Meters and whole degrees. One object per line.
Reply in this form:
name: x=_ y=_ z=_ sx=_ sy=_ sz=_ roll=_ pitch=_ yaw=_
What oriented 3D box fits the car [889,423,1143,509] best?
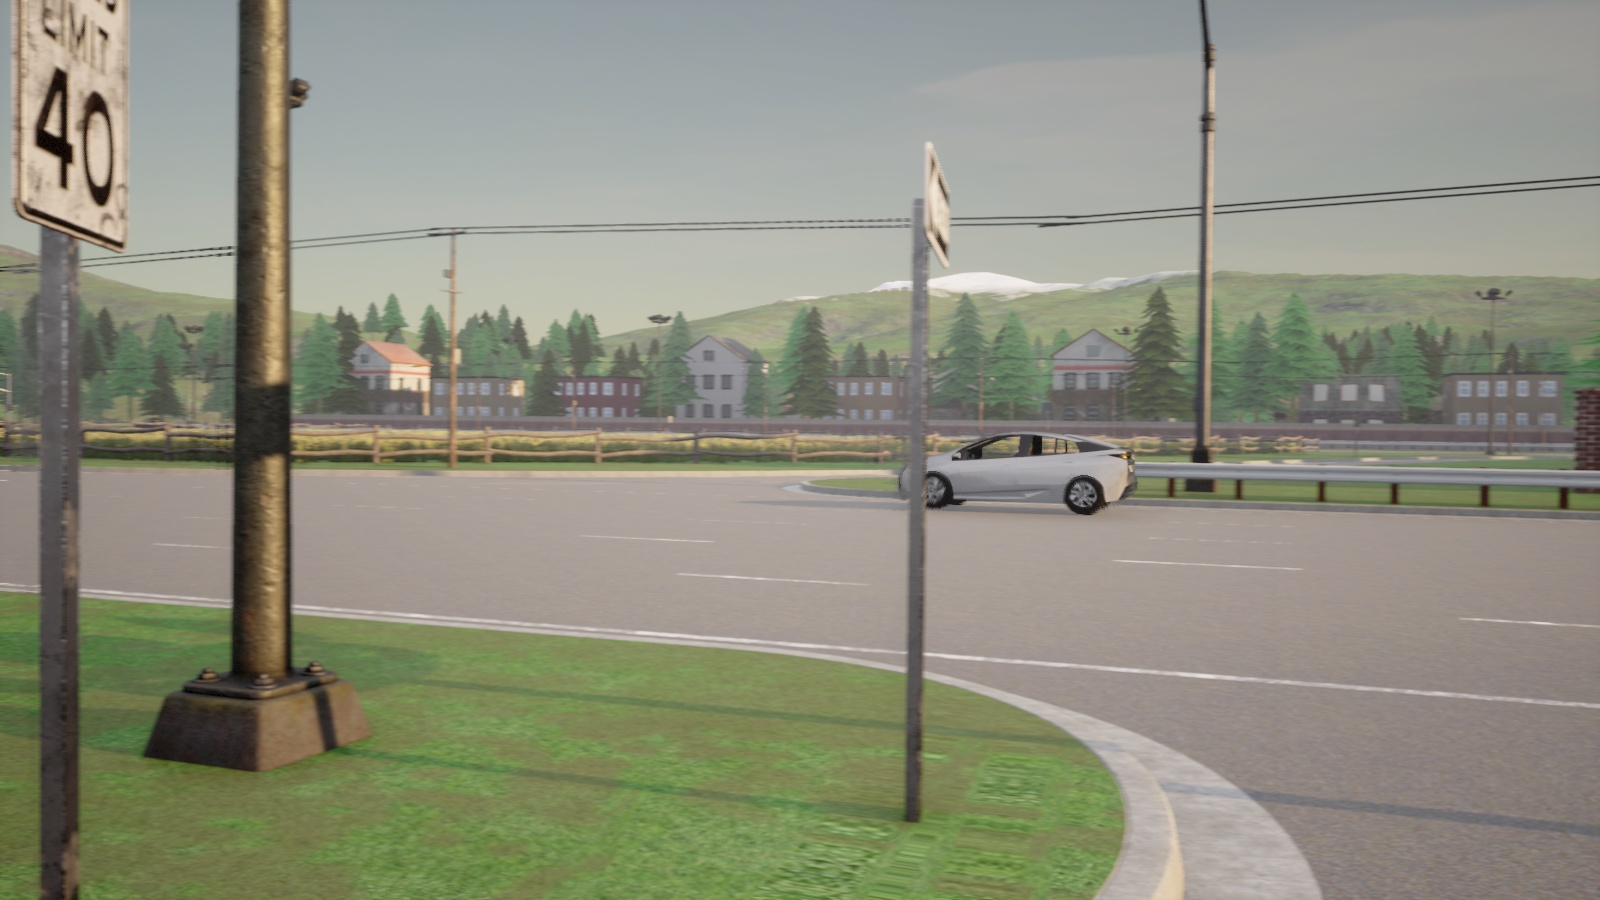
car: x=4.185 y=0.274 z=24.204 sx=4.514 sy=1.525 sz=2.007 roll=0 pitch=1 yaw=21
